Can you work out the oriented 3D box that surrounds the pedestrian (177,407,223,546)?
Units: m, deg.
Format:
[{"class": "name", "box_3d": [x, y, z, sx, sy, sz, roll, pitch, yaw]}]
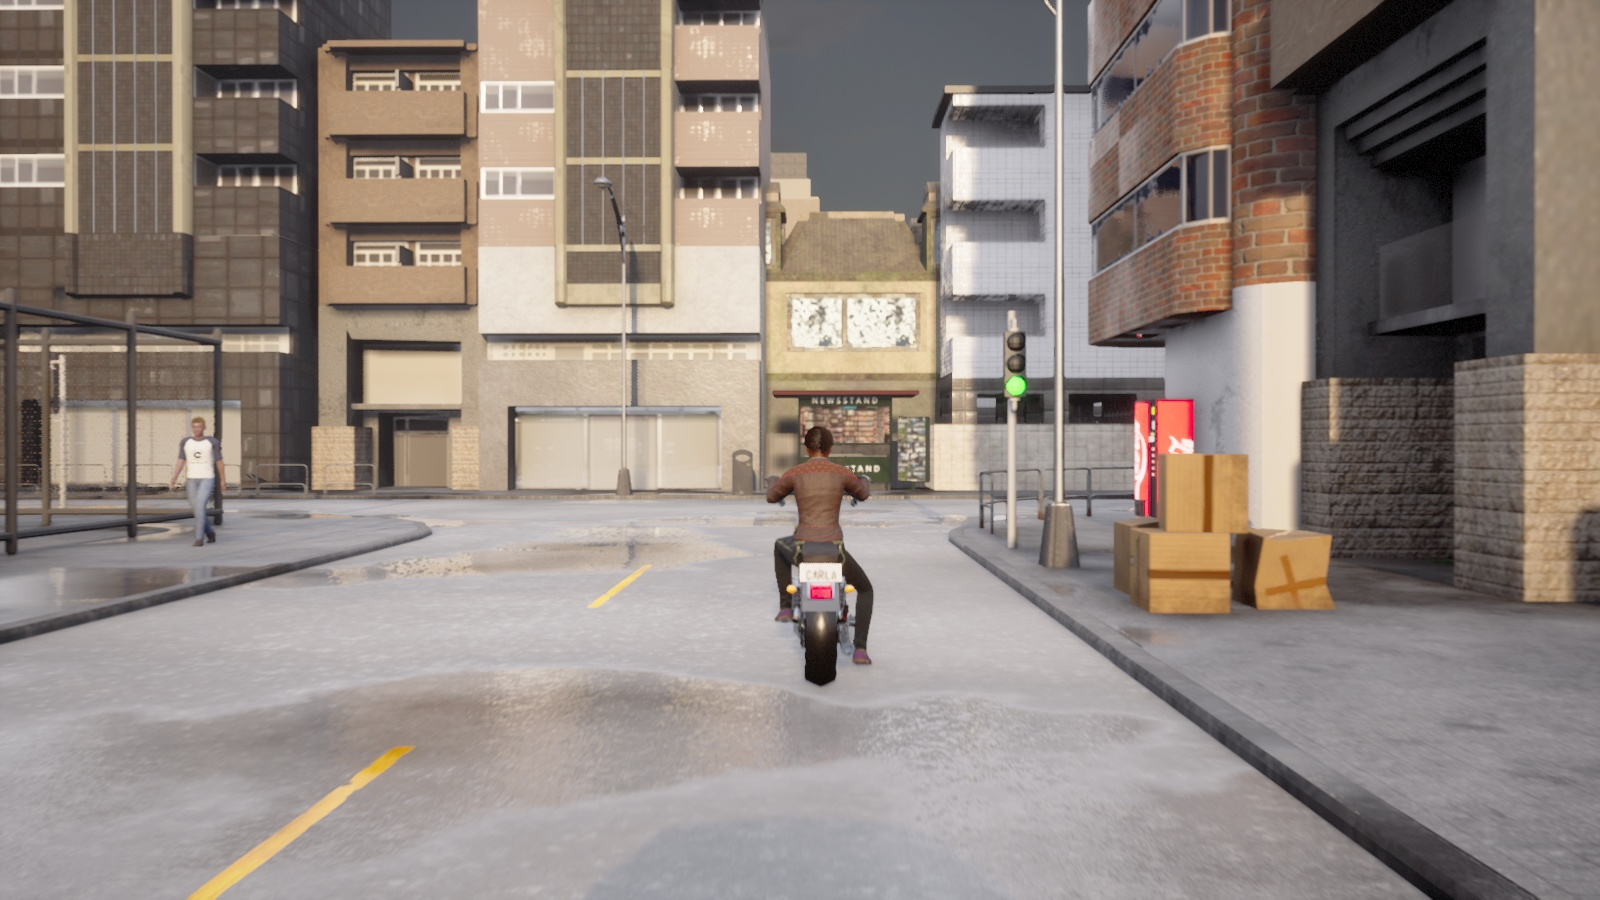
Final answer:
[{"class": "pedestrian", "box_3d": [-8.105, 0.346, 16.966, 0.354, 1.836, 0.706, 0, 0, -7]}]

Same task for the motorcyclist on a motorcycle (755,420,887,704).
[{"class": "motorcyclist on a motorcycle", "box_3d": [0.122, 0.646, 8.475, 0.766, 1.649, 2.350, 0, 0, 0]}]
